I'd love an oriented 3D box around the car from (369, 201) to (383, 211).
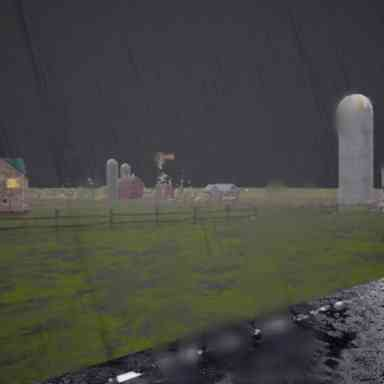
[{"bbox_3d":[28.576,2.112,50.087,1.994,1.385,4.181,0,-1,-1],"label":"car"}]
